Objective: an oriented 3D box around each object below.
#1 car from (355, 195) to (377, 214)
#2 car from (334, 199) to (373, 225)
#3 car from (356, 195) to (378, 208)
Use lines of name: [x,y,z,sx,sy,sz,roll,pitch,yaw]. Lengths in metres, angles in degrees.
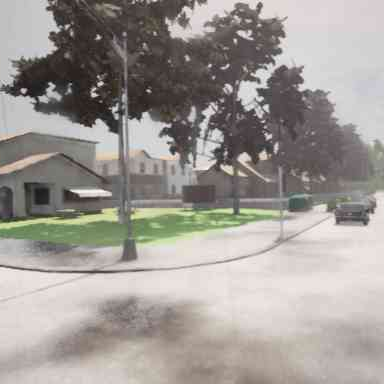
car: [15.750,1.227,30.808,1.994,1.385,4.181,-1,0,30]
car: [10.719,1.374,22.177,1.895,1.301,4.718,-1,0,30]
car: [20.998,1.096,39.741,2.033,1.411,5.357,-1,0,30]
